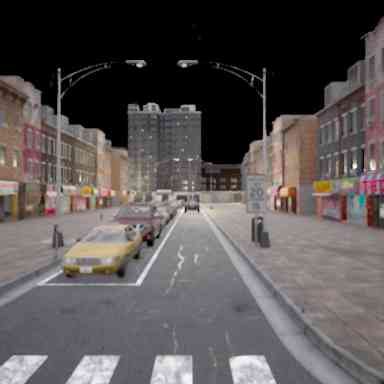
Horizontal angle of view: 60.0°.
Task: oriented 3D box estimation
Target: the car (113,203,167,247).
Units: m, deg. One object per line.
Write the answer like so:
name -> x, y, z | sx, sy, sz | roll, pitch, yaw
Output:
car -> -2.646, 1.505, 16.318 | 2.192, 1.841, 5.009 | 0, -1, 0

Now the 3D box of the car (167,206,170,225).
car -> -2.647, 1.836, 21.767 | 1.802, 1.307, 4.206 | 0, -1, 0

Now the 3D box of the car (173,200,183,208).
car -> -2.664, 2.295, 65.211 | 1.752, 1.417, 4.829 | 0, -1, 0

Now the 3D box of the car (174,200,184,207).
car -> -2.666, 2.402, 70.833 | 1.947, 1.339, 4.313 | 0, -1, 0

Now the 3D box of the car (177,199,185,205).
car -> -2.670, 2.531, 81.736 | 1.947, 1.339, 4.313 | 0, -1, 0

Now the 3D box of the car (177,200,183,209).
car -> -2.656, 2.063, 43.574 | 2.008, 1.369, 4.403 | 0, -1, 0

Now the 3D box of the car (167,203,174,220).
car -> -2.649, 1.842, 27.049 | 1.752, 1.417, 4.829 | 0, -1, 0

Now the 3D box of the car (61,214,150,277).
car -> -2.643, 1.650, 10.694 | 1.752, 1.417, 4.829 | 0, -1, 0

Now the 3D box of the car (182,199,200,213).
car -> 0.025, 1.893, 45.781 | 2.097, 1.767, 4.553 | 0, -1, 0

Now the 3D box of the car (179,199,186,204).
car -> -2.674, 2.660, 92.640 | 1.947, 1.339, 4.313 | 0, -1, 0

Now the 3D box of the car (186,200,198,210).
car -> -0.010, 2.135, 55.708 | 1.882, 1.535, 5.008 | 0, -1, 0

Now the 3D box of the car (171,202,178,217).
car -> -2.651, 1.949, 32.670 | 1.947, 1.339, 4.313 | 0, -1, 0

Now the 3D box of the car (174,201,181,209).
car -> -2.654, 2.013, 38.122 | 1.947, 1.339, 4.313 | 0, -1, 0

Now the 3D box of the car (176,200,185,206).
car -> -2.668, 2.483, 76.284 | 1.802, 1.307, 4.206 | 0, -1, 0
